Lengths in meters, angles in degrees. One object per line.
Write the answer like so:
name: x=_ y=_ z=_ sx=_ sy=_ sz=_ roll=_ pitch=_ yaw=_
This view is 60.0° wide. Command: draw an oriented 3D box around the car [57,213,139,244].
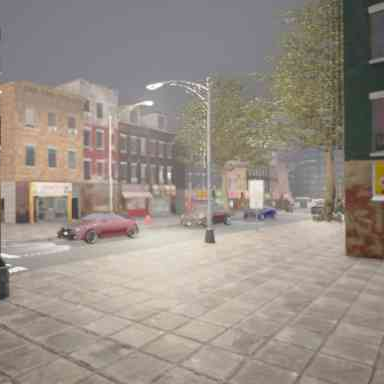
car: x=-4.725 y=1.770 z=17.151 sx=1.994 sy=1.385 sz=4.181 roll=-1 pitch=-1 yaw=37

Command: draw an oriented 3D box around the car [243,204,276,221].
car: x=6.892 y=2.020 z=33.580 sx=1.882 sy=1.535 sz=5.008 roll=-1 pitch=-2 yaw=35

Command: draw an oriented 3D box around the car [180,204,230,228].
car: x=1.078 y=1.708 z=25.350 sx=2.097 sy=1.767 sz=4.553 roll=-1 pitch=-1 yaw=35

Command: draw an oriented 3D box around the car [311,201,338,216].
car: x=16.477 y=2.266 z=42.064 sx=2.128 sy=1.511 sz=4.902 roll=-1 pitch=-2 yaw=35

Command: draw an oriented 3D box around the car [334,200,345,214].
car: x=22.359 y=2.248 z=50.411 sx=2.150 sy=2.045 sz=5.566 roll=-1 pitch=-2 yaw=36
